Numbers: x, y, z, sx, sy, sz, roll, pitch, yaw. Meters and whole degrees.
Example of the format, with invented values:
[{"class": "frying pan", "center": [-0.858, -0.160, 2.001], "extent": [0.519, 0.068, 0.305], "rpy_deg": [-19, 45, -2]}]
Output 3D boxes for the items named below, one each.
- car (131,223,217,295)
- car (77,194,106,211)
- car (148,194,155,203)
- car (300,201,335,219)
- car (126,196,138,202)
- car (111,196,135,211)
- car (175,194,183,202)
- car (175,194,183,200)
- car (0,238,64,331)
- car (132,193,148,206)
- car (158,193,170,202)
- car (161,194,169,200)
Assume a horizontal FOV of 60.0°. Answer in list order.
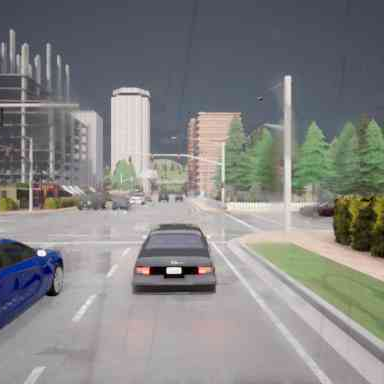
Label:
[{"class": "car", "center": [-0.421, 1.547, 8.858], "extent": [2.033, 1.411, 5.357], "rpy_deg": [0, 0, -2]}, {"class": "car", "center": [-12.365, 1.218, 41.455], "extent": [2.150, 2.045, 5.566], "rpy_deg": [0, 0, 1]}, {"class": "car", "center": [-9.782, 1.548, 71.678], "extent": [1.994, 1.385, 4.181], "rpy_deg": [0, 0, -2]}, {"class": "car", "center": [11.742, 1.476, 28.231], "extent": [5.008, 1.535, 1.882], "rpy_deg": [0, 0, -1]}, {"class": "car", "center": [-13.402, 1.532, 74.781], "extent": [2.033, 1.411, 5.357], "rpy_deg": [0, 0, -2]}, {"class": "car", "center": [-8.647, 1.545, 40.995], "extent": [2.033, 1.411, 5.357], "rpy_deg": [0, 0, -4]}, {"class": "car", "center": [-2.929, 1.488, 75.694], "extent": [1.837, 1.490, 4.892], "rpy_deg": [0, 0, -2]}, {"class": "car", "center": [-3.277, 1.321, 84.907], "extent": [1.837, 1.490, 4.892], "rpy_deg": [0, 0, -2]}, {"class": "car", "center": [-3.731, 1.477, 5.559], "extent": [1.882, 1.535, 5.008], "rpy_deg": [0, 0, -3]}, {"class": "car", "center": [-9.290, 1.215, 56.674], "extent": [2.150, 2.045, 5.566], "rpy_deg": [0, 0, -1]}, {"class": "car", "center": [-6.414, 1.213, 75.241], "extent": [2.150, 2.045, 5.566], "rpy_deg": [0, 0, -2]}, {"class": "car", "center": [-6.774, 1.345, 84.775], "extent": [1.812, 1.442, 4.674], "rpy_deg": [0, 0, -2]}]
